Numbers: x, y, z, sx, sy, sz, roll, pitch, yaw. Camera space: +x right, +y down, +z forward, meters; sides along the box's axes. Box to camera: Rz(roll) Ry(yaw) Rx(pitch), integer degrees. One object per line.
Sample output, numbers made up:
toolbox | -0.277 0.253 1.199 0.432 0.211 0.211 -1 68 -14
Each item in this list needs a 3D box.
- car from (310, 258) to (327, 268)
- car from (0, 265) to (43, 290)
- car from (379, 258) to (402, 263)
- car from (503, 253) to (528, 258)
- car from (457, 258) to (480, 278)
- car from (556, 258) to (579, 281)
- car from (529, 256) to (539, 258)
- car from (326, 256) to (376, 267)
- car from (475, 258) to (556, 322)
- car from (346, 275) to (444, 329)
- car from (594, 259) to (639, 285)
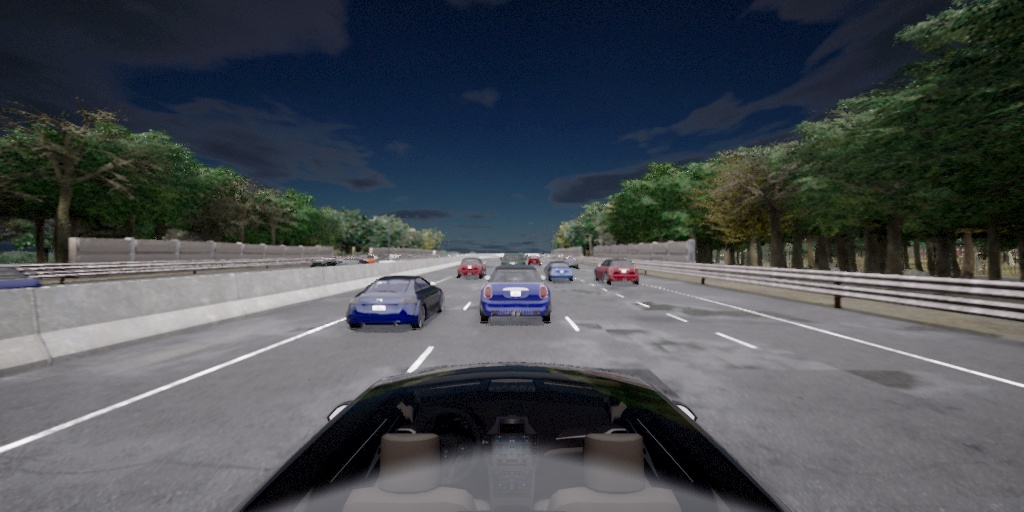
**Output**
car | -24.554 0.963 47.395 1.895 1.301 4.718 0 1 0
car | -17.596 1.075 10.723 2.097 1.767 4.553 0 0 0
car | -17.551 0.904 51.826 1.895 1.301 4.718 0 1 0
car | 0.111 0.773 31.471 2.150 2.045 5.566 0 1 0
car | -3.389 0.910 30.861 2.097 1.767 4.553 0 1 0
car | 3.510 1.141 27.668 2.033 1.411 5.357 0 1 0
car | 3.523 0.688 58.374 1.882 1.535 5.008 0 1 0
car | -14.084 1.052 31.806 1.837 1.490 4.892 0 1 0
car | 0.104 1.068 12.231 2.097 1.767 4.553 0 0 0
car | -3.396 1.285 11.153 1.994 1.385 4.181 0 0 0
car | 7.066 0.974 24.690 2.097 1.767 4.553 0 0 1
